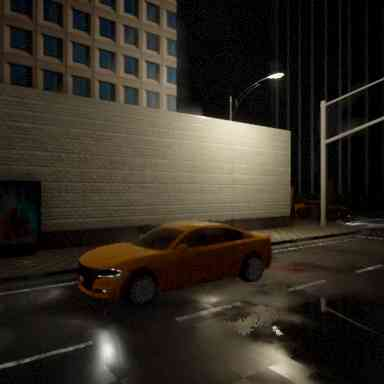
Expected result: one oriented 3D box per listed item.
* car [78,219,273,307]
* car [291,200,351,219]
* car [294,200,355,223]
[{"bbox_3d":[-0.185,1.477,8.148,5.008,1.535,1.882,0,0,-35],"label":"car"},{"bbox_3d":[11.872,1.533,30.896,1.882,1.535,5.008,0,0,-36],"label":"car"},{"bbox_3d":[10.616,1.619,26.347,1.994,1.385,4.181,0,0,-31],"label":"car"}]
